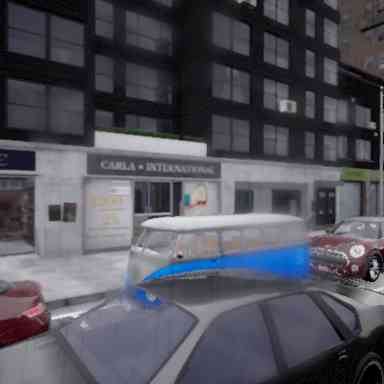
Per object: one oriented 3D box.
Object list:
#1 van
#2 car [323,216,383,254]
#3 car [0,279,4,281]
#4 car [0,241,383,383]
[{"bbox_3d":[0.650,1.360,6.662,3.998,1.788,1.690,0,0,-36],"label":"van"},{"bbox_3d":[5.048,1.483,9.816,4.097,1.590,1.967,0,0,-36],"label":"car"},{"bbox_3d":[-3.749,1.577,3.507,4.206,1.307,1.802,0,0,-36],"label":"car"},{"bbox_3d":[0.134,1.556,3.170,5.357,1.411,2.033,0,0,-36],"label":"car"}]
